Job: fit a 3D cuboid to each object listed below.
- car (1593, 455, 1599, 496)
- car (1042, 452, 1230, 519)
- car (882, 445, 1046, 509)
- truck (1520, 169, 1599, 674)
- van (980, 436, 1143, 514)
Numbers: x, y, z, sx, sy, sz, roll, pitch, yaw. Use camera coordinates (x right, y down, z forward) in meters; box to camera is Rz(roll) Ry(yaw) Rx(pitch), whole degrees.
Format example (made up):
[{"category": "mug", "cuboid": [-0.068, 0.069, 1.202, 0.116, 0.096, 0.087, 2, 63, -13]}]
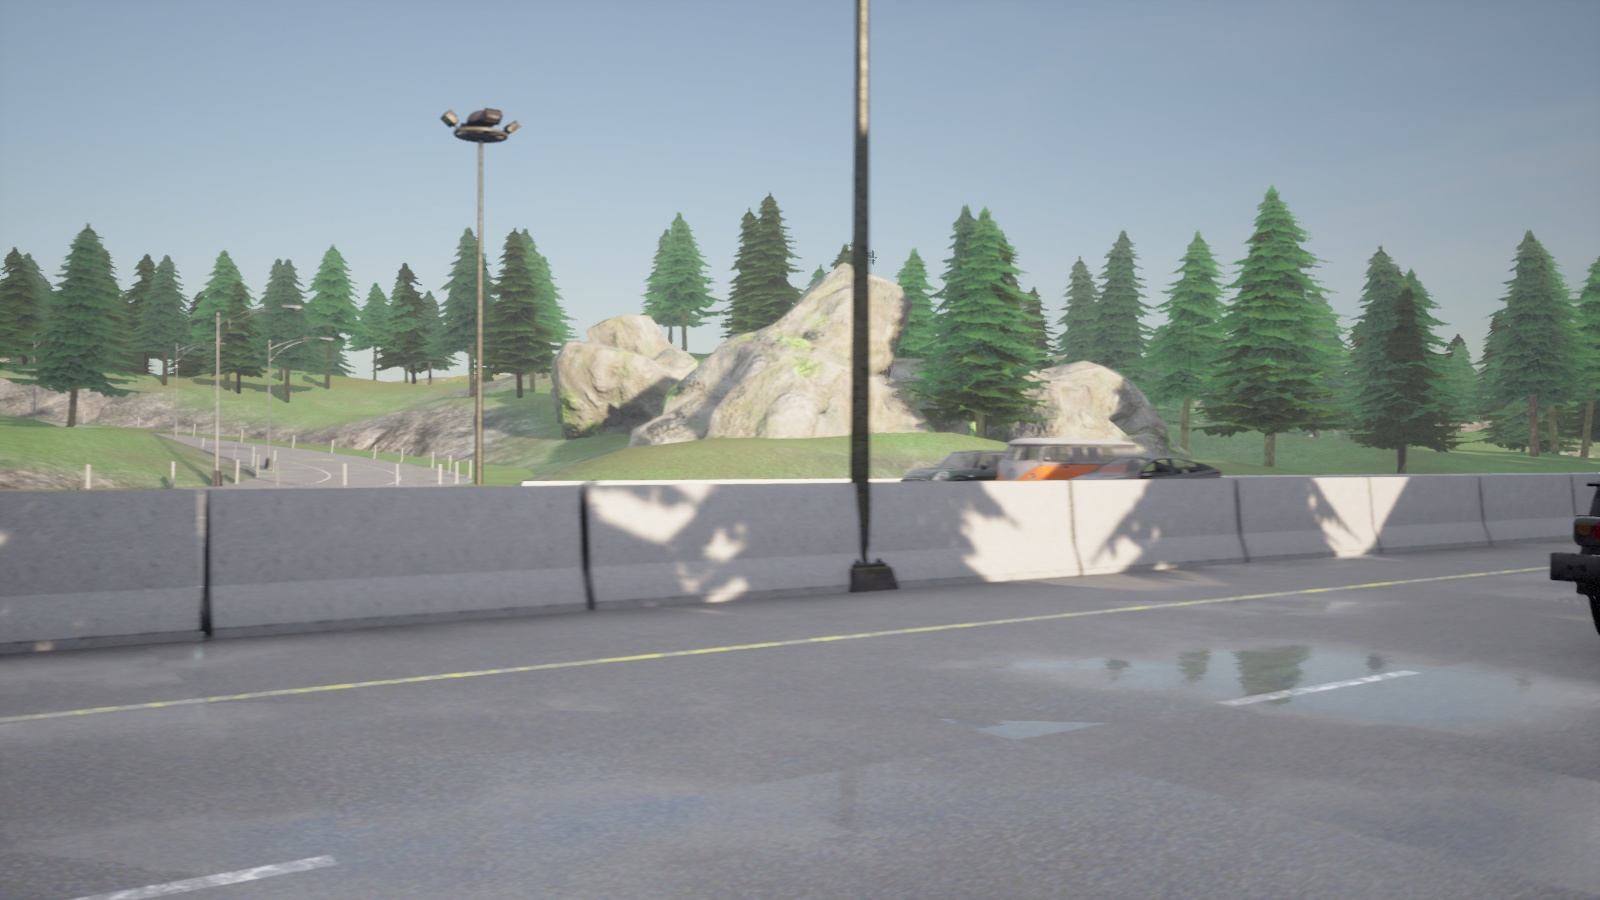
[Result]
[{"category": "car", "cuboid": [31.970, 0.939, 47.220, 5.008, 1.535, 1.882, 0, 0, -36]}, {"category": "car", "cuboid": [8.256, 0.826, 30.725, 4.514, 1.525, 2.007, 0, 0, -35]}, {"category": "car", "cuboid": [4.854, 0.763, 36.886, 4.553, 1.767, 2.097, 0, 0, -35]}, {"category": "truck", "cuboid": [9.267, -0.190, 10.111, 7.936, 3.462, 2.891, 0, 0, -35]}, {"category": "van", "cuboid": [7.170, 0.647, 34.234, 4.442, 1.987, 1.775, 0, 0, -35]}]
